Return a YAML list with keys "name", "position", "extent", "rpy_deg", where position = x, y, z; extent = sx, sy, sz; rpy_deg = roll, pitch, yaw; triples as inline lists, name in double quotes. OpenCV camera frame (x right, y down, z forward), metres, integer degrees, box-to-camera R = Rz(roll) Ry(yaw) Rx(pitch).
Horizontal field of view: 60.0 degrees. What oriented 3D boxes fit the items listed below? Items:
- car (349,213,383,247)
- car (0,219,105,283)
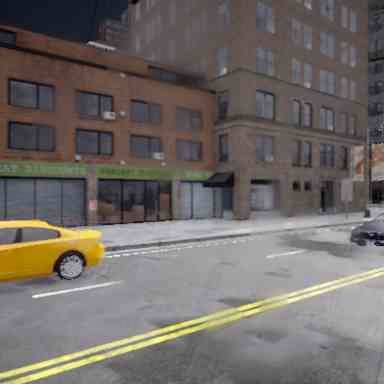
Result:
- name: "car"
  position: [8.810, 1.524, 13.955]
  extent: [5.357, 1.411, 2.033]
  rpy_deg: [0, 0, -35]
- name: "car"
  position: [-4.737, 1.476, 8.290]
  extent: [5.008, 1.535, 1.882]
  rpy_deg: [0, 0, -35]
